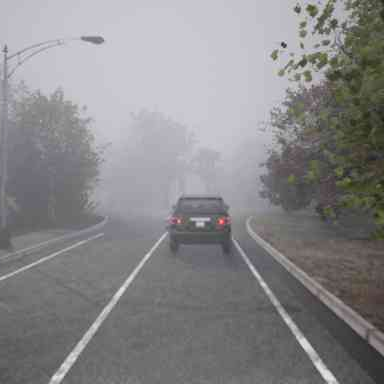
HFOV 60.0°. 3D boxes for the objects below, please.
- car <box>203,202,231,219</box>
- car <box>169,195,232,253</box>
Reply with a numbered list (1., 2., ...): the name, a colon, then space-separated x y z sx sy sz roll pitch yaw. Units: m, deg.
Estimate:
1. car: 2.399 1.620 30.607 1.994 1.385 4.181 0 -1 12
2. car: 0.350 1.120 13.372 2.150 2.045 5.566 0 0 2
